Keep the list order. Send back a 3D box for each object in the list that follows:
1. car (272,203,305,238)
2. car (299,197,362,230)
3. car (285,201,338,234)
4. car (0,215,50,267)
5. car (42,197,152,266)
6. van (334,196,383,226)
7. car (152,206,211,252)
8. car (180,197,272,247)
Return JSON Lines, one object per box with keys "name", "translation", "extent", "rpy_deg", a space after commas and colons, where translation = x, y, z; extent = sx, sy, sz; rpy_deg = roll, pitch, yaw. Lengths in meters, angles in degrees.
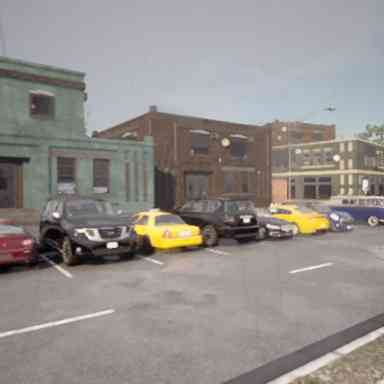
{"name": "car", "translation": [2.909, 1.491, 17.049], "extent": [2.231, 1.521, 4.892], "rpy_deg": [0, 0, -35]}
{"name": "car", "translation": [7.421, 1.372, 20.296], "extent": [2.185, 1.767, 4.553], "rpy_deg": [0, 0, -35]}
{"name": "car", "translation": [5.077, 1.493, 18.581], "extent": [2.097, 1.535, 5.008], "rpy_deg": [0, 0, -35]}
{"name": "car", "translation": [-6.189, 1.516, 10.551], "extent": [2.002, 1.452, 4.674], "rpy_deg": [0, 0, -35]}
{"name": "car", "translation": [-3.961, 1.227, 12.108], "extent": [2.435, 2.045, 5.566], "rpy_deg": [0, 0, -35]}
{"name": "van", "translation": [11.933, 1.275, 23.332], "extent": [1.878, 1.987, 4.442], "rpy_deg": [0, 0, -35]}
{"name": "car", "translation": [-1.720, 1.478, 13.968], "extent": [1.946, 1.575, 5.366], "rpy_deg": [0, 0, -35]}
{"name": "car", "translation": [0.634, 1.234, 15.455], "extent": [2.435, 2.045, 5.566], "rpy_deg": [0, 0, -36]}
